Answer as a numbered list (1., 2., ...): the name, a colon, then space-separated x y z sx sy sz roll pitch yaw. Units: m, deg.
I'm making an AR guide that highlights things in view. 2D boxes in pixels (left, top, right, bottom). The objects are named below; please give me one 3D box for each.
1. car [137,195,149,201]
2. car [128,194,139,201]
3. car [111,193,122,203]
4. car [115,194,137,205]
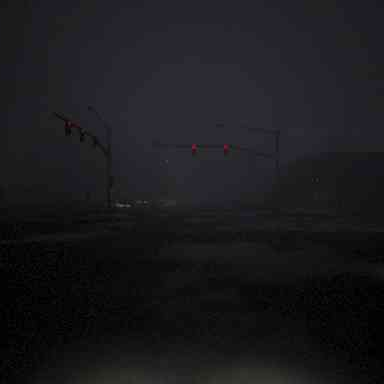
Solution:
1. car: -11.473 1.434 78.991 1.882 1.535 5.008 0 0 0
2. car: -14.971 1.307 85.446 2.097 1.767 4.553 0 0 0
3. car: -14.994 1.185 65.486 2.150 2.045 5.566 0 0 1
4. car: -11.556 1.514 58.600 2.033 1.411 5.357 0 0 0
